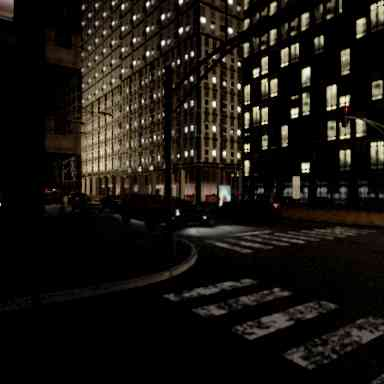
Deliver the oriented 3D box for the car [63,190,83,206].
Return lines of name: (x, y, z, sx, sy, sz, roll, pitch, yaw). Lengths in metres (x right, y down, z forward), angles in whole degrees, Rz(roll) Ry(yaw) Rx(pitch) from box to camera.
car: (-12.748, 0.808, 37.846, 1.837, 1.490, 4.892, 0, 1, -36)

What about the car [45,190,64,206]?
car: (-15.555, 0.825, 37.306, 2.008, 1.369, 4.403, 2, 0, -36)

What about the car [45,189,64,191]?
car: (-25.429, 0.379, 60.672, 1.994, 1.385, 4.181, 0, 1, -36)

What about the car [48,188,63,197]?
car: (-28.409, 0.096, 69.196, 1.967, 1.590, 4.097, 1, 0, -36)

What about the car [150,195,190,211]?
car: (-2.289, 1.068, 33.323, 1.947, 1.339, 4.313, 1, 0, -36)

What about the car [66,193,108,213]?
car: (-9.027, 1.066, 28.339, 1.802, 1.307, 4.206, 2, 0, -36)

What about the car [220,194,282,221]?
car: (4.248, 1.025, 24.354, 2.192, 1.841, 5.009, 1, 0, -36)

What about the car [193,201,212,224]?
car: (-0.680, 1.193, 21.255, 1.837, 1.490, 4.892, 0, 1, -36)

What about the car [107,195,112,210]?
car: (-6.688, 0.989, 29.509, 2.128, 1.511, 4.902, 0, 1, -36)

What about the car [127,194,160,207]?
car: (-5.555, 0.963, 37.808, 1.947, 1.339, 4.313, 1, 0, -36)

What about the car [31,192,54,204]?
car: (-18.820, 0.751, 41.788, 1.802, 1.307, 4.206, 2, 0, -36)

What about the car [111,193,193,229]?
car: (-2.490, 1.007, 19.372, 2.192, 1.841, 5.009, 2, 0, -36)

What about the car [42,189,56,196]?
car: (-31.677, 0.094, 73.681, 1.887, 1.381, 4.507, 1, 0, -36)

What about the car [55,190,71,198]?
car: (-25.147, 0.307, 64.713, 1.887, 1.381, 4.507, 1, 0, -36)

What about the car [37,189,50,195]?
car: (-34.943, -0.013, 78.166, 1.887, 1.381, 4.507, 1, 0, -36)
